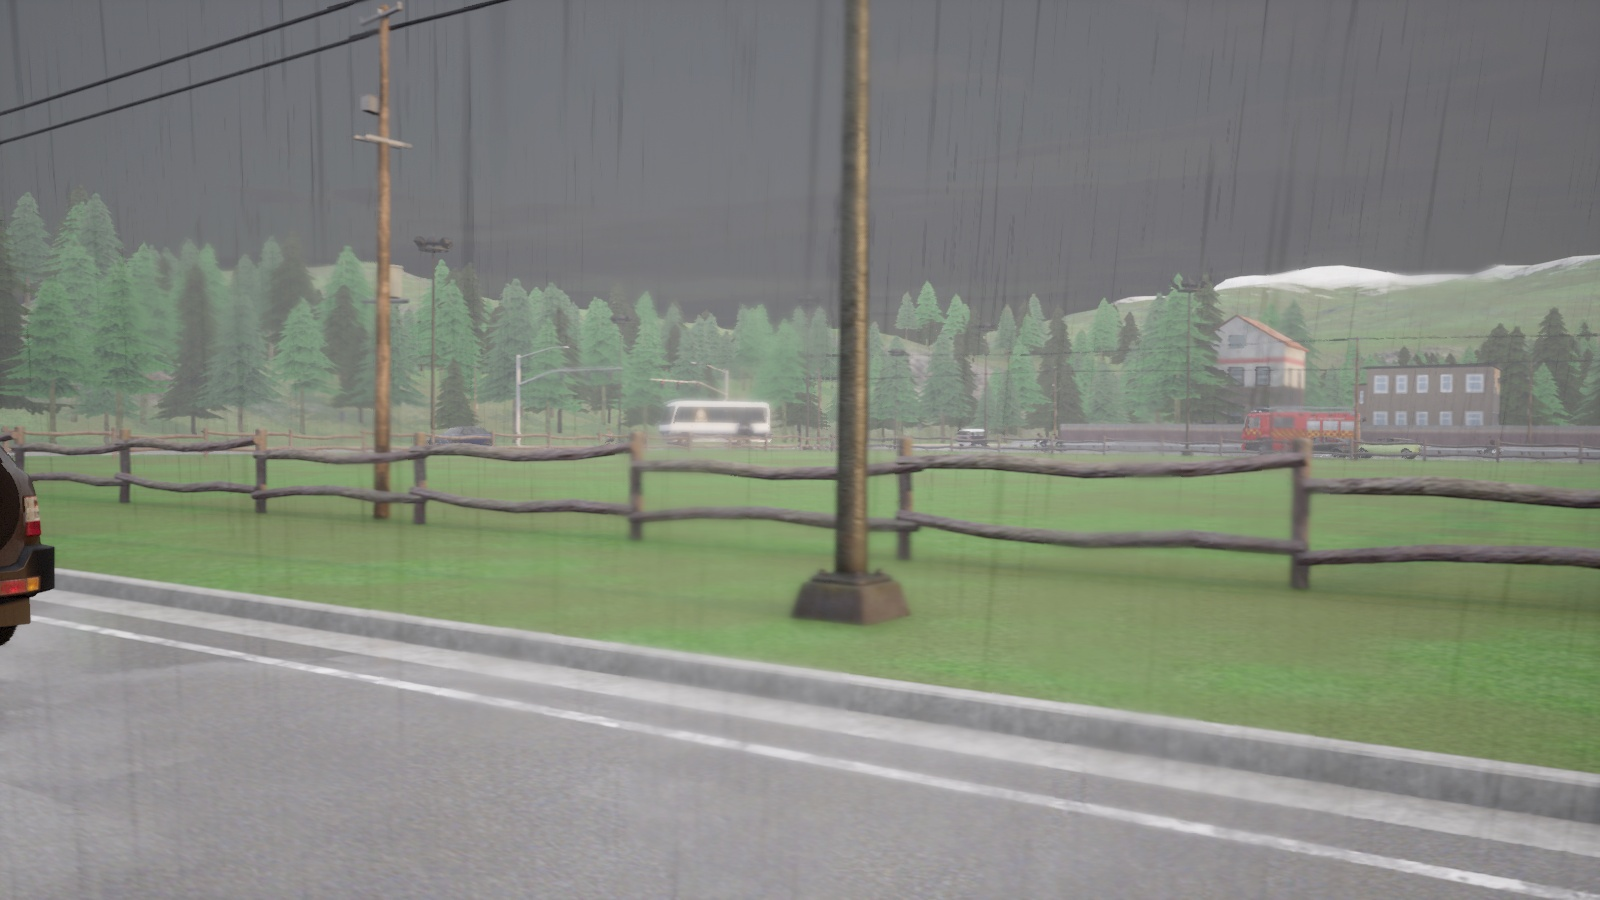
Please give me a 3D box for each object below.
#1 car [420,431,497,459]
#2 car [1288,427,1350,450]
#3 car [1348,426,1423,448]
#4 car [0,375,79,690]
[{"bbox_3d":[-22.228,-0.363,81.870,2.097,1.767,4.553,0,1,34],"label":"car"},{"bbox_3d":[36.129,-0.821,87.393,3.705,1.549,1.789,0,1,34],"label":"car"},{"bbox_3d":[41.146,-0.907,88.239,4.514,1.525,2.007,0,1,34],"label":"car"},{"bbox_3d":[-6.918,0.493,8.216,4.605,1.855,1.932,0,1,34],"label":"car"}]
